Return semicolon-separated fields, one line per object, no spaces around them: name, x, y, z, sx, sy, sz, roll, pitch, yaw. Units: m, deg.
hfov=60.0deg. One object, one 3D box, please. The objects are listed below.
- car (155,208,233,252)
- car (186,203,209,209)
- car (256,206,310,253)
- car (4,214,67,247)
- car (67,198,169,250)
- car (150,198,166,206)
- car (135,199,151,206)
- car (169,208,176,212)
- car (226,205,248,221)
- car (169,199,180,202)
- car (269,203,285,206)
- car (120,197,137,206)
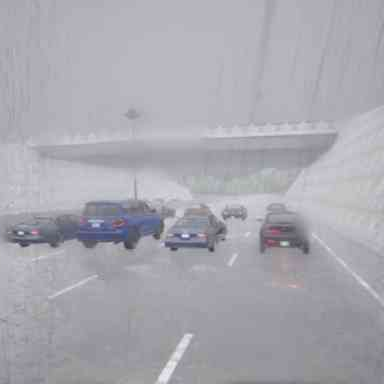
car;0.340;1.654;14.564;2.033;1.411;5.357;-1;0;13
car;0.505;1.750;30.357;1.812;1.442;4.674;-1;0;14
car;3.820;1.564;14.060;1.837;1.490;4.892;-1;0;14
car;-6.469;1.757;16.185;2.033;1.411;5.357;-1;0;13
car;-3.064;1.375;15.397;2.150;2.045;5.566;-1;0;13
car;-7.406;2.142;72.720;1.837;1.490;4.892;-1;0;13
car;-10.811;2.218;73.526;1.812;1.442;4.674;-1;0;13
car;-2.967;1.875;30.890;1.895;1.301;4.718;-1;0;13
car;3.842;1.772;29.270;1.895;1.301;4.718;-1;0;13
car;-4.000;2.131;71.913;2.033;1.411;5.357;-1;0;13
car;7.218;1.667;28.347;2.033;1.411;5.357;-1;0;13
car;-14.212;2.101;74.363;2.097;1.767;4.553;-1;0;13
